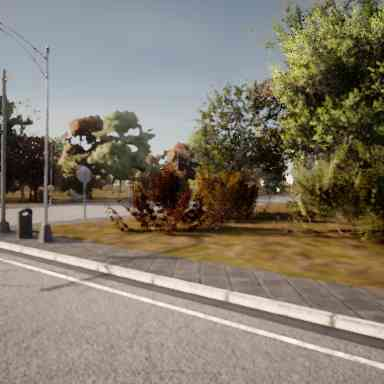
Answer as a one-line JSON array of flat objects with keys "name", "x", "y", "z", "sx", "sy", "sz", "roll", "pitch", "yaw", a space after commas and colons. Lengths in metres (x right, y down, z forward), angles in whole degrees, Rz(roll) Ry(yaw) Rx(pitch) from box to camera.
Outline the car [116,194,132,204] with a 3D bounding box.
[{"name": "car", "x": -8.397, "y": 1.001, "z": 45.404, "sx": 1.994, "sy": 1.385, "sz": 4.181, "roll": 1, "pitch": 1, "yaw": 32}]
